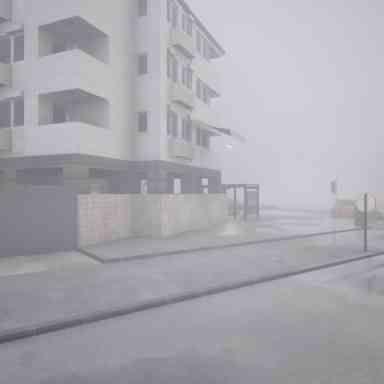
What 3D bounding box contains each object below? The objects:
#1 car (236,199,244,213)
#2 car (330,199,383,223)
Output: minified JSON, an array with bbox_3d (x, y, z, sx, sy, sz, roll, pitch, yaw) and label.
[{"bbox_3d":[4.696,1.477,37.688,1.882,1.535,5.008,0,0,-36],"label":"car"},{"bbox_3d":[13.260,1.352,25.872,2.097,1.767,4.553,0,0,-36],"label":"car"}]
